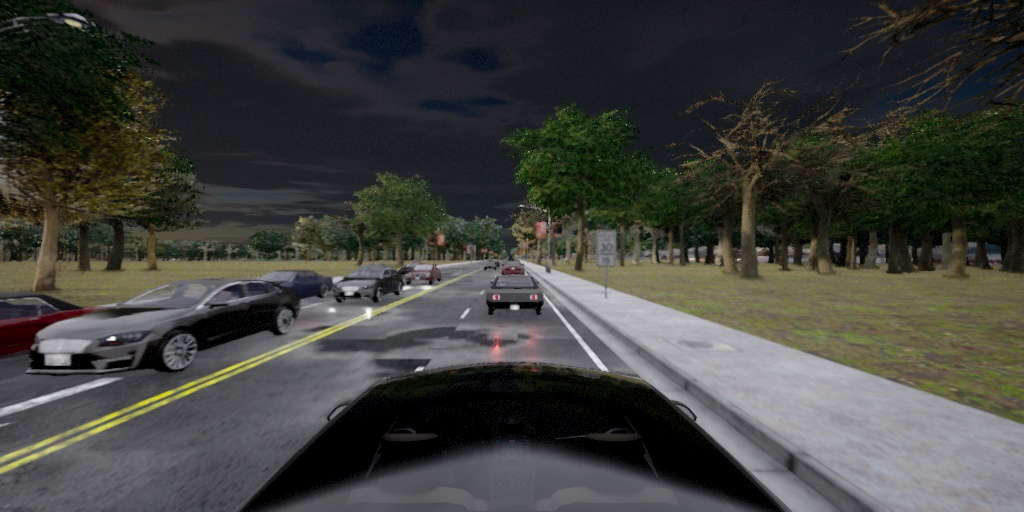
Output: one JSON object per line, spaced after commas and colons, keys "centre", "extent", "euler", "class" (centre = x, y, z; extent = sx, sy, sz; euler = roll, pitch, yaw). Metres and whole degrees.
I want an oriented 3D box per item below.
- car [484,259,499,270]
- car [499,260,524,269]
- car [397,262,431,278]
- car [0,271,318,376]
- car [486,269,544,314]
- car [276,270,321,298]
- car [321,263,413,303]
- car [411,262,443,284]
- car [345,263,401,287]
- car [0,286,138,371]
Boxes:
{"centre": [-3.158, 1.373, 53.360], "extent": [2.033, 1.411, 5.357], "euler": [0, 0, -1], "class": "car"}
{"centre": [0.094, 1.145, 34.495], "extent": [2.097, 1.767, 4.553], "euler": [0, 0, 0], "class": "car"}
{"centre": [-9.757, 1.343, 36.223], "extent": [2.033, 1.411, 5.357], "euler": [0, 0, 0], "class": "car"}
{"centre": [-6.598, 1.247, 7.662], "extent": [2.128, 1.511, 4.902], "euler": [0, 0, 0], "class": "car"}
{"centre": [0.097, 1.363, 13.763], "extent": [1.895, 1.301, 4.718], "euler": [0, 0, 0], "class": "car"}
{"centre": [-9.849, 1.312, 15.839], "extent": [2.033, 1.411, 5.357], "euler": [0, 0, 0], "class": "car"}
{"centre": [-6.596, 1.257, 16.998], "extent": [2.128, 1.511, 4.902], "euler": [0, 0, 0], "class": "car"}
{"centre": [-6.565, 1.306, 27.233], "extent": [1.812, 1.442, 4.674], "euler": [0, 0, 0], "class": "car"}
{"centre": [-9.820, 1.270, 25.831], "extent": [2.128, 1.511, 4.902], "euler": [0, 0, 1], "class": "car"}
{"centre": [-9.850, 1.355, 6.186], "extent": [1.895, 1.301, 4.718], "euler": [0, 0, 0], "class": "car"}
